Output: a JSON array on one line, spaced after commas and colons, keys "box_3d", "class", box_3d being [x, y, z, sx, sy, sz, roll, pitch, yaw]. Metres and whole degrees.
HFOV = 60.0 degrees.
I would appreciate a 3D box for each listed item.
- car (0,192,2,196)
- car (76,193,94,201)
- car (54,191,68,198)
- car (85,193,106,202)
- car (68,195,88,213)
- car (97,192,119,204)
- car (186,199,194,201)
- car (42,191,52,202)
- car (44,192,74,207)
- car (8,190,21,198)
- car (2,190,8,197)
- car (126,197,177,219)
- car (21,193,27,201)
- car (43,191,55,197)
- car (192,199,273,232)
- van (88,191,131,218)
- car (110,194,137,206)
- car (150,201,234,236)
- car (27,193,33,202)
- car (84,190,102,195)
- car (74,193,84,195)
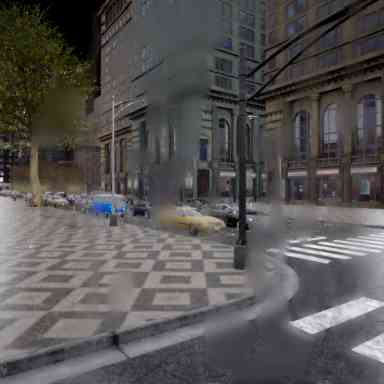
[{"box_3d": [-45.655, 0.254, 82.176, 1.967, 1.590, 4.097, 1, 0, -35], "class": "car"}, {"box_3d": [-19.248, 0.860, 59.575, 1.802, 1.307, 4.206, 1, 0, -35], "class": "car"}, {"box_3d": [-28.972, 0.587, 73.336, 1.887, 1.381, 4.507, 1, 0, -35], "class": "car"}, {"box_3d": [-16.006, 0.910, 54.988, 2.008, 1.369, 4.403, 1, 0, -35], "class": "car"}, {"box_3d": [-9.998, 1.230, 31.709, 2.008, 1.369, 4.403, 1, 0, -35], "class": "car"}, {"box_3d": [-12.763, 0.880, 50.401, 1.967, 1.590, 4.097, 1, 0, -35], "class": "car"}, {"box_3d": [0.201, 1.315, 32.048, 1.947, 1.339, 4.313, 1, 0, -35], "class": "car"}, {"box_3d": [-19.723, 0.992, 45.476, 2.008, 1.369, 4.403, 1, 0, -35], "class": "car"}, {"box_3d": [-16.384, 1.051, 40.749, 1.752, 1.417, 4.829, 1, 0, -35], "class": "car"}, {"box_3d": [-35.929, 0.483, 68.413, 1.967, 1.590, 4.097, 1, 0, -35], "class": "car"}, {"box_3d": [-42.413, 0.329, 77.588, 1.967, 1.590, 4.097, 1, 0, -35], "class": "car"}, {"box_3d": [-3.353, 1.338, 26.905, 1.994, 1.385, 4.181, 0, 1, -35], "class": "car"}, {"box_3d": [-26.207, 0.830, 54.651, 2.008, 1.369, 4.403, 1, 0, -35], "class": "car"}, {"box_3d": [-35.455, 0.471, 82.510, 1.802, 1.307, 4.206, 1, 0, -35], "class": "car"}, {"box_3d": [2.369, 1.370, 18.796, 2.128, 1.511, 4.902, 0, 1, -35], "class": "car"}, {"box_3d": [-6.754, 1.091, 27.120, 1.690, 1.788, 3.998, 1, 0, -35], "class": "van"}, {"box_3d": [-9.524, 1.073, 45.814, 2.008, 1.369, 4.403, 1, 0, -35], "class": "car"}, {"box_3d": [-0.173, 1.398, 17.802, 1.752, 1.417, 4.829, 1, 0, -35], "class": "car"}, {"box_3d": [-22.965, 0.910, 50.063, 2.008, 1.369, 4.403, 1, 0, -35], "class": "car"}, {"box_3d": [-9.169, 0.870, 35.147, 2.150, 2.045, 5.566, 0, 1, -35], "class": "car"}, {"box_3d": [-15.051, 1.029, 43.546, 1.812, 1.442, 4.674, 0, 1, -34], "class": "car"}]
